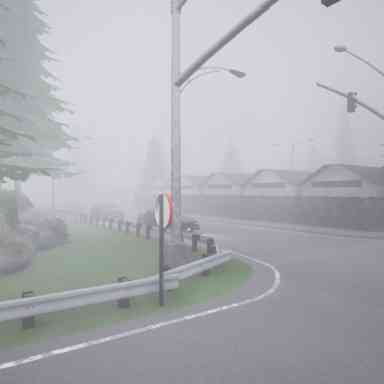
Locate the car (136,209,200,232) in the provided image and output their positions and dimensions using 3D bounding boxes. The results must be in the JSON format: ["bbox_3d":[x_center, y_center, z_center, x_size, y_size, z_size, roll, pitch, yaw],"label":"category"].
[{"bbox_3d":[-1.697,1.739,21.112,2.033,1.411,5.357,0,0,-35],"label":"car"}]

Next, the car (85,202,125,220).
[{"bbox_3d":[-7.612,1.696,29.642,1.837,1.490,4.892,0,0,-35],"label":"car"}]

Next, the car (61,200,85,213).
[{"bbox_3d":[-14.062,1.715,39.285,1.812,1.442,4.674,0,0,-32],"label":"car"}]
